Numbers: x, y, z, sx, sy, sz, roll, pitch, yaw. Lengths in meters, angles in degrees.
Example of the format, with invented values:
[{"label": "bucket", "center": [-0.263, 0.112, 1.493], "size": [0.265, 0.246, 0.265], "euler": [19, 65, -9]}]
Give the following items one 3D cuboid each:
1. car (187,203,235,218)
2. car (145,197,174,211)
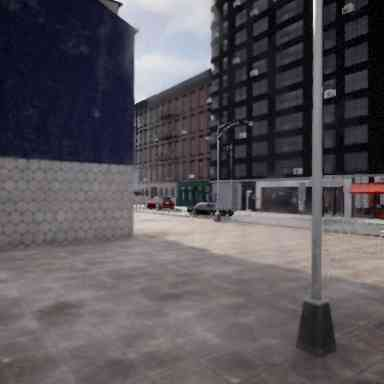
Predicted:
[{"label": "car", "center": [1.619, 1.623, 29.473], "size": [1.895, 1.301, 4.718], "euler": [0, 0, -36]}, {"label": "car", "center": [-4.257, 1.417, 42.744], "size": [2.097, 1.767, 4.553], "euler": [0, 0, -36]}]
